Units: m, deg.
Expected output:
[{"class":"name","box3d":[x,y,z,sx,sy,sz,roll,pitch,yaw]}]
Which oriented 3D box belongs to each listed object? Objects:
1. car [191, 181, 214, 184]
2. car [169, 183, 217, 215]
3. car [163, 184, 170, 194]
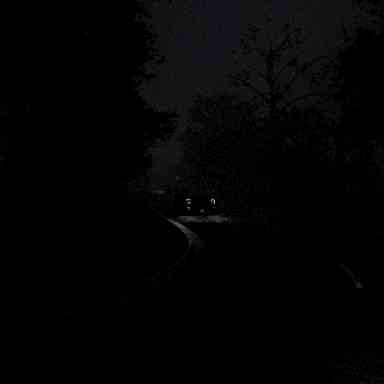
[{"class":"car","box3d":[0.803,-0.070,33.595,2.150,2.045,5.566,1,2,-13]},{"class":"car","box3d":[0.097,0.486,22.358,2.097,1.767,4.553,1,2,-14]},{"class":"car","box3d":[-3.019,-0.478,48.677,2.128,1.511,4.902,1,2,-14]}]
